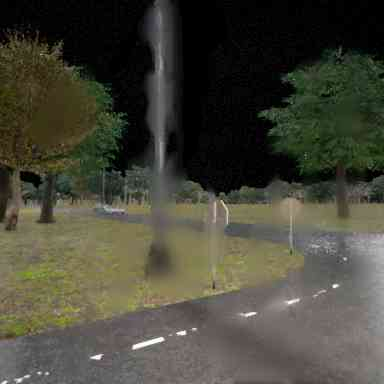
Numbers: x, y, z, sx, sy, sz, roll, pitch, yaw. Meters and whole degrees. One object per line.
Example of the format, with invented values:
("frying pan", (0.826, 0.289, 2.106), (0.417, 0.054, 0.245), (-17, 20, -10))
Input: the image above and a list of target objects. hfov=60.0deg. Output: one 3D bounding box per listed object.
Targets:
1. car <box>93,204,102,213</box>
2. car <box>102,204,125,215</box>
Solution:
("car", (-16.678, 2.916, 61.179), (2.097, 1.767, 4.553), (2, -2, -34))
("car", (-12.970, 3.056, 55.645), (1.895, 1.301, 4.718), (2, -2, -34))
